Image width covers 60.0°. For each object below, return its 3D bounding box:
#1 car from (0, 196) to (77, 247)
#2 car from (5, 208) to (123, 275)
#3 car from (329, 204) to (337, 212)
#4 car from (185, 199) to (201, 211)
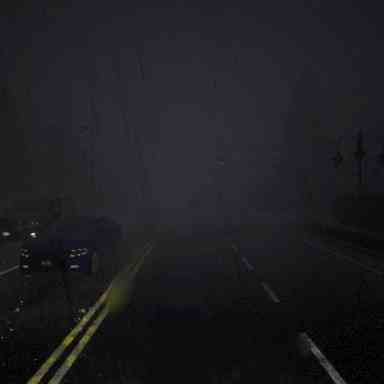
[{"bbox_3d":[-7.003,1.222,15.305,2.150,2.045,5.566,0,0,0],"label":"car"},{"bbox_3d":[-3.545,1.477,10.637,1.882,1.535,5.008,0,0,1],"label":"car"},{"bbox_3d":[16.002,1.507,31.647,5.357,1.411,2.033,0,0,4],"label":"car"},{"bbox_3d":[0.091,1.546,41.077,2.033,1.411,5.357,0,0,0],"label":"car"}]
